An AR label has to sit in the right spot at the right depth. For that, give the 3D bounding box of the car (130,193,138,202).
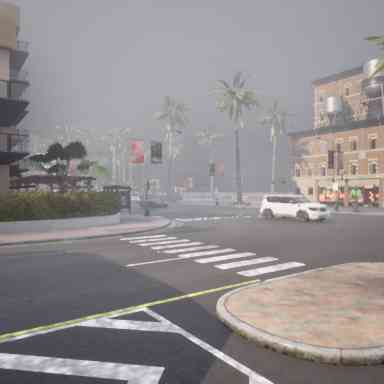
[{"bbox_3d":[-12.685,1.221,67.362,2.150,2.045,5.566,0,0,-38],"label":"car"}]

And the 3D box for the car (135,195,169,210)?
[{"bbox_3d":[-5.119,1.547,44.398,2.033,1.411,5.357,0,0,-35],"label":"car"}]

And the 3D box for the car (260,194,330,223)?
[{"bbox_3d":[7.816,1.221,25.947,2.150,2.045,5.566,0,0,-35],"label":"car"}]
